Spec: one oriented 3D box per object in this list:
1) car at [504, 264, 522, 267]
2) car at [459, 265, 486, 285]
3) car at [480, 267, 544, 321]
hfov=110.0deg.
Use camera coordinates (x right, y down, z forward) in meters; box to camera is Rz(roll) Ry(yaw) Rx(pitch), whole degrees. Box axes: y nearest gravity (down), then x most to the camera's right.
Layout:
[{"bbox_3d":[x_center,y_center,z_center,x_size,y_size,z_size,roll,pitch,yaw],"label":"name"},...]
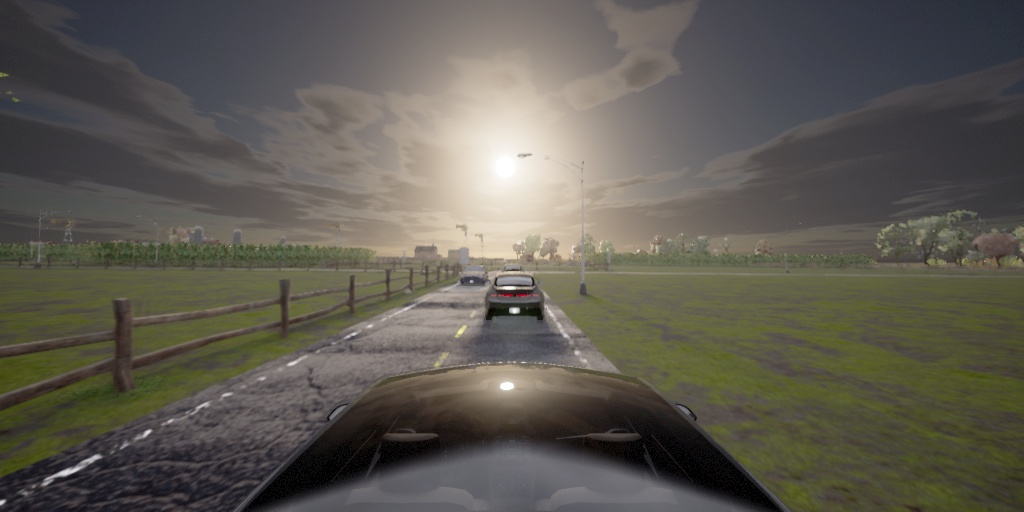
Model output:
[{"bbox_3d":[0.088,1.383,28.032,1.837,1.490,4.892,0,-1,0],"label":"car"},{"bbox_3d":[-2.833,1.426,27.775,2.033,1.411,5.357,0,0,0],"label":"car"},{"bbox_3d":[0.085,1.311,12.684,1.837,1.490,4.892,0,0,0],"label":"car"}]
